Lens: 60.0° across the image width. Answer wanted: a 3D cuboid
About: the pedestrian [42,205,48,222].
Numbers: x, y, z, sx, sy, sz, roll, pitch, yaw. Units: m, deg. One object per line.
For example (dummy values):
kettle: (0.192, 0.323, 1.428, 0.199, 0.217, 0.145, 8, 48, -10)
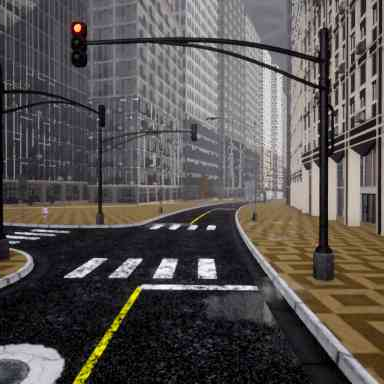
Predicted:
pedestrian: (-9.293, 1.344, 21.036, 0.500, 1.100, 0.500, 0, 0, 17)
